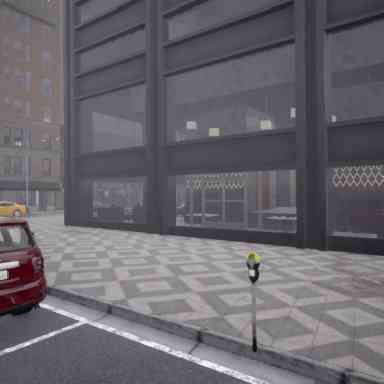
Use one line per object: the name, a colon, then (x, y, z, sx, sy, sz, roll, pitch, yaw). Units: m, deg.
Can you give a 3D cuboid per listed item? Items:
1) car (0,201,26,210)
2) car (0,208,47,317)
car: (-18.286, 1.641, 31.184, 1.882, 1.535, 5.008, -1, -1, 36)
car: (-4.778, 1.316, 6.267, 5.009, 1.841, 2.192, 0, -1, 35)
